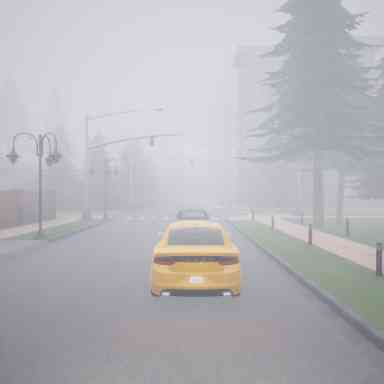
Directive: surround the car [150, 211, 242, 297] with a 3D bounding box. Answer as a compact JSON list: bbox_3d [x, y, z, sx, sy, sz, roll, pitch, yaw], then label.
[{"bbox_3d":[0.078,1.478,8.636,1.882,1.535,5.008,0,0,0],"label":"car"}]
